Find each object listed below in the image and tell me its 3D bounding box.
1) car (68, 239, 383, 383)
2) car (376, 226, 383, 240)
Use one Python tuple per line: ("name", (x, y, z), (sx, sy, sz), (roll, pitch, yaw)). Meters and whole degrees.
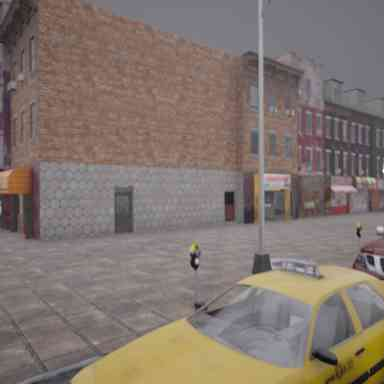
("car", (1.054, 1.513, 3.656), (4.829, 1.417, 1.752), (0, 0, -39))
("car", (5.443, 1.277, 7.167), (5.009, 1.841, 2.192), (0, 0, -39))
